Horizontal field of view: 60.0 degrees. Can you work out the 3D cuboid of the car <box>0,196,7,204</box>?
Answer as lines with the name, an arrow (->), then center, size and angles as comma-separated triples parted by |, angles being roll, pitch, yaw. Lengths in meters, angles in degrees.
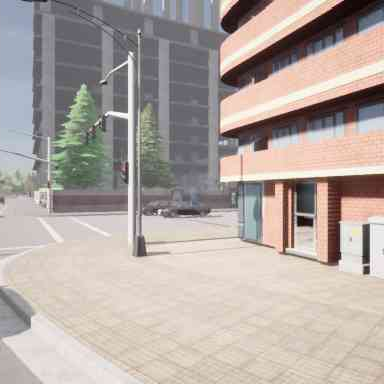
car -> -36.164, 1.500, 62.730 | 1.837, 1.490, 4.892 | 0, 0, -27

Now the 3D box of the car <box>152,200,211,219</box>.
car -> -0.633, 1.544, 29.834 | 4.902, 1.511, 2.128 | 0, 0, -27

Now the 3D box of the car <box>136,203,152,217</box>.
car -> -3.066, 1.547, 32.530 | 4.902, 1.511, 2.128 | 0, 0, -27
